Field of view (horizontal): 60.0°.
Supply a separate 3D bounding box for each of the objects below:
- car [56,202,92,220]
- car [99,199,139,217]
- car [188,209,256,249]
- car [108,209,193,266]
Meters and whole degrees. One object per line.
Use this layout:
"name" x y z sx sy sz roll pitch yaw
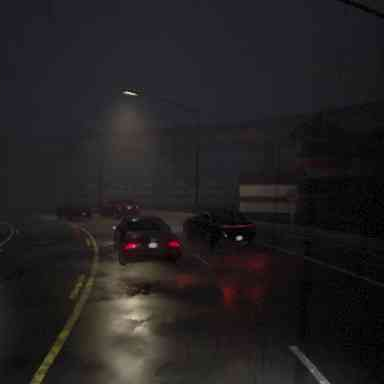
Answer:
"car" -9.997 1.549 28.101 1.812 1.442 4.674 0 0 -39
"car" -6.506 1.362 29.288 2.097 1.767 4.553 0 0 -37
"car" 1.028 1.482 14.553 2.128 1.511 4.902 0 0 -17
"car" -1.740 1.549 11.727 2.033 1.411 5.357 0 0 -15
